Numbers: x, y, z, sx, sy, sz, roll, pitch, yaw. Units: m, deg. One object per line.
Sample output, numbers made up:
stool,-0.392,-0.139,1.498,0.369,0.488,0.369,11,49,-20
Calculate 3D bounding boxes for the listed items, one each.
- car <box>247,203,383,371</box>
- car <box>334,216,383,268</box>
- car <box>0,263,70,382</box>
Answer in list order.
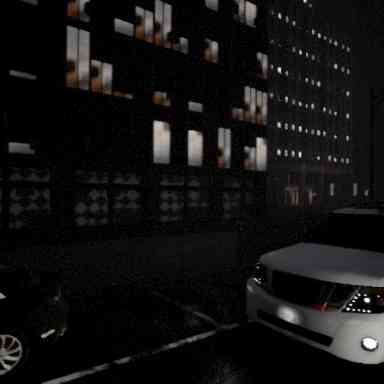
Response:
car,3.485,1.246,5.880,5.566,2.045,2.150,0,0,-36
car,7.127,1.613,11.675,4.313,1.339,1.947,0,0,-36
car,-3.746,1.551,3.835,4.403,1.369,2.008,0,0,-36
